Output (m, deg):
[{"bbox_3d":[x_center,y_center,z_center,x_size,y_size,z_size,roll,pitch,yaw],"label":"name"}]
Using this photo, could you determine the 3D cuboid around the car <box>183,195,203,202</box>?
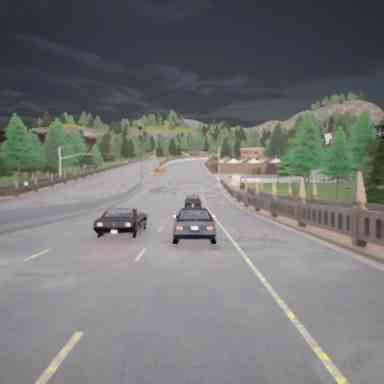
[{"bbox_3d":[0.100,1.052,36.933,1.837,1.490,4.892,0,2,0],"label":"car"}]

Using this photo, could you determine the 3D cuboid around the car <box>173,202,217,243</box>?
[{"bbox_3d":[0.100,1.394,15.131,2.033,1.411,5.357,0,1,0],"label":"car"}]

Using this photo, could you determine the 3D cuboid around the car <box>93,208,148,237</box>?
[{"bbox_3d":[-3.400,1.432,16.757,1.895,1.301,4.718,0,1,0],"label":"car"}]
